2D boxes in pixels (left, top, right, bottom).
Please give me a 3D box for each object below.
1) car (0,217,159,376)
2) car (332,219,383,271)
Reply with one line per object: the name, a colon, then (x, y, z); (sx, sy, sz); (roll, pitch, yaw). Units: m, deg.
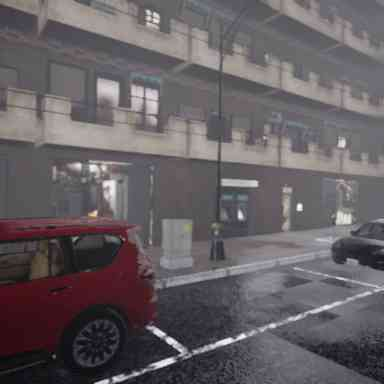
car: (-2.800, 1.316, 4.078); (5.009, 1.841, 2.192); (0, 1, -35)
car: (6.234, 1.568, 10.463); (4.313, 1.339, 1.947); (0, 1, -35)
